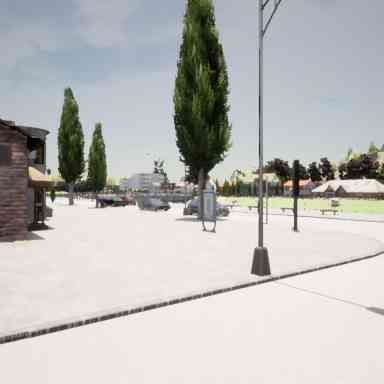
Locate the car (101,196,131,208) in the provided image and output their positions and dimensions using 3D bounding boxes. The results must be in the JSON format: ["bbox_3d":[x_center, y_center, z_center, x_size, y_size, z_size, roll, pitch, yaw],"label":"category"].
[{"bbox_3d":[-11.365,1.478,49.249,1.882,1.535,5.008,0,0,-35],"label":"car"}]

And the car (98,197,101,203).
[{"bbox_3d":[-16.894,1.478,64.074,1.882,1.535,5.008,0,0,-36],"label":"car"}]

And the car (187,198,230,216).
[{"bbox_3d":[1.482,1.352,31.287,2.097,1.767,4.553,0,0,-36],"label":"car"}]

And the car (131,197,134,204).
[{"bbox_3d":[-10.939,1.526,55.782,1.812,1.442,4.674,0,0,-36],"label":"car"}]

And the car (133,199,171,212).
[{"bbox_3d":[-4.629,1.547,39.802,2.033,1.411,5.357,0,0,-36],"label":"car"}]
